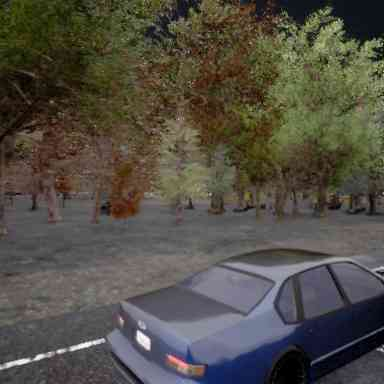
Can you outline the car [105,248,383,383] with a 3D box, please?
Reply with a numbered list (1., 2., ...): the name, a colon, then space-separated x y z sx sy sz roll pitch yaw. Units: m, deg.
1. car: 1.549 1.574 4.851 5.357 1.411 2.033 0 0 -35
